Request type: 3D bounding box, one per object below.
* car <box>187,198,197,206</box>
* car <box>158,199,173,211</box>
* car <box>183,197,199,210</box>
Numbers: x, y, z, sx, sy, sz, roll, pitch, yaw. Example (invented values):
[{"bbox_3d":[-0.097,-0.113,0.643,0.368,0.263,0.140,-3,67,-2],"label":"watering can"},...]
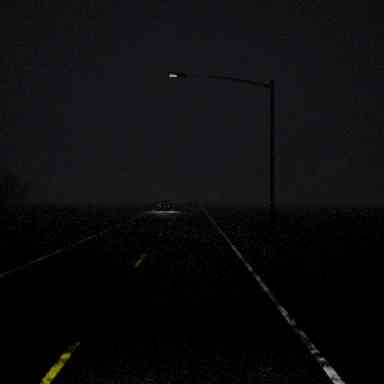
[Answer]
[{"bbox_3d":[0.002,1.958,66.870,1.994,1.385,4.181,0,0,0],"label":"car"},{"bbox_3d":[-3.582,1.775,45.566,1.837,1.490,4.892,0,0,0],"label":"car"},{"bbox_3d":[0.105,1.839,49.172,2.033,1.411,5.357,0,0,0],"label":"car"}]
